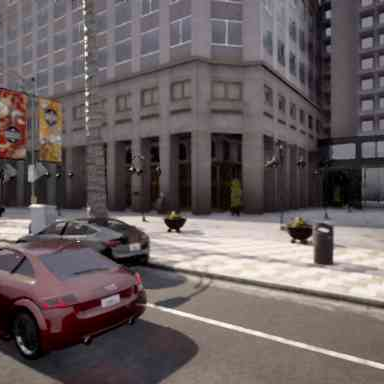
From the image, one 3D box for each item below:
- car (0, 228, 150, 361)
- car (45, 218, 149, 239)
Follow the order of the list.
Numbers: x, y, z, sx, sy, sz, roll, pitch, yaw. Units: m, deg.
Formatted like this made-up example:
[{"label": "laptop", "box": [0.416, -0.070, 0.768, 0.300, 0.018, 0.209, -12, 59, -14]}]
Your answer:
[{"label": "car", "box": [-2.826, 1.566, 5.994, 4.181, 1.385, 1.994, 0, 0, 35]}, {"label": "car", "box": [-3.453, 1.520, 10.222, 4.786, 1.482, 2.161, 0, 0, 35]}]
